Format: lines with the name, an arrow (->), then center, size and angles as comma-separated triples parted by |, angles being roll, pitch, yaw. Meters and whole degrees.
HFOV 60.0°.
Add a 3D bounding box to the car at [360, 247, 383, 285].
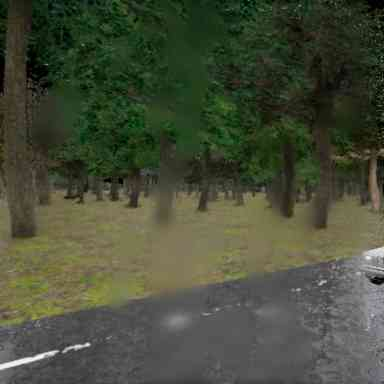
car -> 6.313, 1.651, 8.489 | 4.718, 1.301, 1.895 | 0, 0, -35
